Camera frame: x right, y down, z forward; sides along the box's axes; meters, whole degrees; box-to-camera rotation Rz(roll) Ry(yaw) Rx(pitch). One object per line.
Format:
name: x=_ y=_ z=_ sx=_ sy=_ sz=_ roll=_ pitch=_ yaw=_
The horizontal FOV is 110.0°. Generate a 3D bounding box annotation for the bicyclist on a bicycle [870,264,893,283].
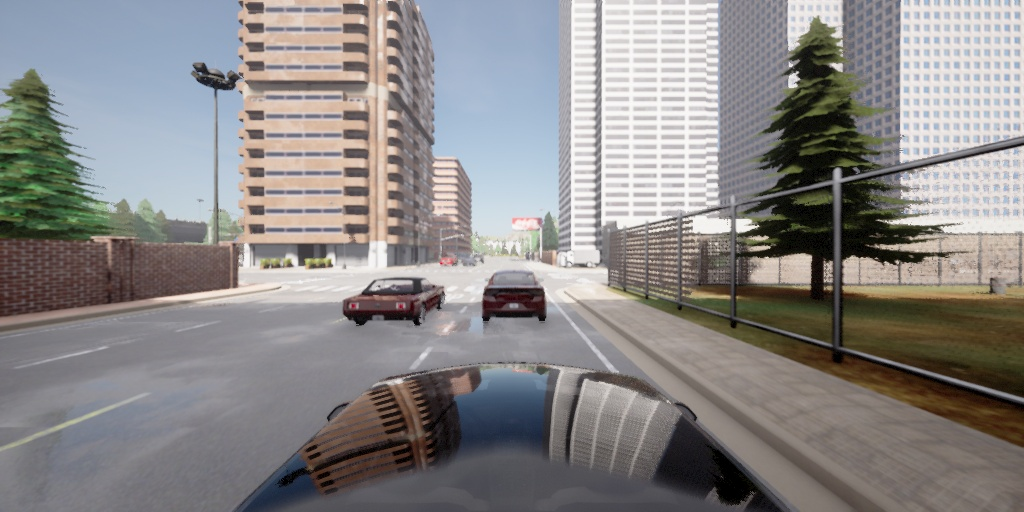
bicyclist on a bicycle: x=22.424 y=0.906 z=21.871 sx=0.582 sy=1.620 sz=1.656 roll=0 pitch=0 yaw=0

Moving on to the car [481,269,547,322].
car: x=0.070 y=1.181 z=12.106 sx=1.882 sy=1.535 sz=5.008 roll=0 pitch=0 yaw=0

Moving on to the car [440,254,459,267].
car: x=-10.529 y=0.711 z=59.771 sx=2.150 sy=2.045 sz=5.566 roll=0 pitch=0 yaw=1

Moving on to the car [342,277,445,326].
car: x=-3.433 y=1.307 z=11.472 sx=1.895 sy=1.301 sz=4.718 roll=0 pitch=0 yaw=0

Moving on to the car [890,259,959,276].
car: x=37.715 y=1.034 z=32.869 sx=5.008 sy=1.535 sz=1.882 roll=0 pitch=0 yaw=0

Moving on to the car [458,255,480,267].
car: x=-7.033 y=1.039 z=59.422 sx=2.033 sy=1.411 sz=5.357 roll=0 pitch=0 yaw=1
